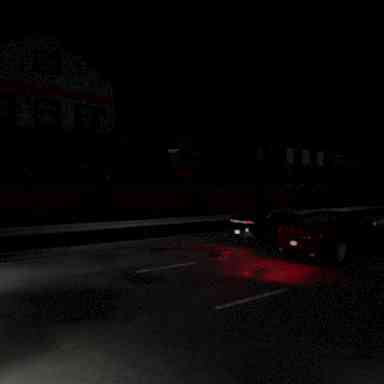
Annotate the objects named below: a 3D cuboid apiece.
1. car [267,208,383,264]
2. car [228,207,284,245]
[{"bbox_3d":[5.155,1.408,11.723,5.008,1.535,1.882,-1,0,-35],"label":"car"},{"bbox_3d":[3.836,1.415,15.080,4.902,1.511,2.128,0,0,-36],"label":"car"}]
